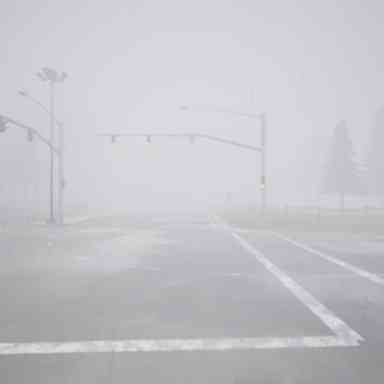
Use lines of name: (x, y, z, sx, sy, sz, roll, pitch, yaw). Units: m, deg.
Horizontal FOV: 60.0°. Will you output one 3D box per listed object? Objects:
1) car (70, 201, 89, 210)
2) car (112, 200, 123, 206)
car: (-18.520, 2.259, 54.943, 1.882, 1.535, 5.008, 0, 0, 0)
car: (-18.148, 2.616, 81.593, 1.812, 1.442, 4.674, 0, -1, 2)
